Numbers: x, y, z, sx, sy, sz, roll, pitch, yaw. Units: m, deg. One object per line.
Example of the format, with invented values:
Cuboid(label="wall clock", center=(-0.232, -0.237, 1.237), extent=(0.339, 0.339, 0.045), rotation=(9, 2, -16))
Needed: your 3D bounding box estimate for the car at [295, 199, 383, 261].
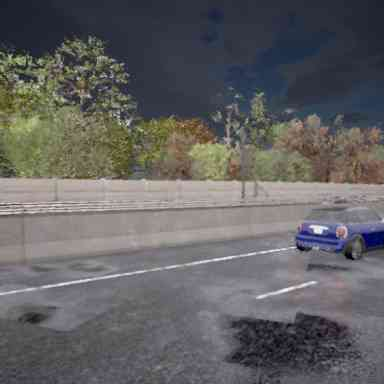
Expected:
Cuboid(label="car", center=(5.913, 1.306, 12.261), extent=(4.553, 1.767, 2.097), rotation=(0, 0, -36))

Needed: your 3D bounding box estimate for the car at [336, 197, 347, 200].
Cuboid(label="car", center=(19.563, 1.451, 39.423), extent=(4.718, 1.301, 1.895), rotation=(0, 0, -35))

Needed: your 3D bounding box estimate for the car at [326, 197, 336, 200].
Cuboid(label="car", center=(18.643, 1.338, 43.054), extent=(4.902, 1.511, 2.128), rotation=(0, 0, -35))
